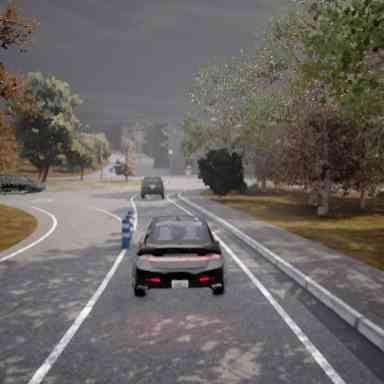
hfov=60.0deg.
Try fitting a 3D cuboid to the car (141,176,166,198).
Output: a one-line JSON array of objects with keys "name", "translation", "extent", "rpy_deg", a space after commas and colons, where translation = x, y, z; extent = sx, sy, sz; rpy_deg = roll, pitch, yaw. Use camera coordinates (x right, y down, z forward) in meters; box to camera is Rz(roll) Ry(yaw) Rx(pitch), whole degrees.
[{"name": "car", "translation": [-3.831, -0.559, 33.114], "extent": [2.150, 2.045, 5.566], "rpy_deg": [0, 5, -5]}]

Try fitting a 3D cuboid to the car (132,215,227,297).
[{"name": "car", "translation": [-0.337, 1.318, 8.228], "extent": [2.128, 1.511, 4.902], "rpy_deg": [0, 2, -3]}]

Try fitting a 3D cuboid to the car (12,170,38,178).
[{"name": "car", "translation": [-33.271, -3.608, 66.213], "extent": [1.994, 1.385, 4.181], "rpy_deg": [4, 6, 40]}]

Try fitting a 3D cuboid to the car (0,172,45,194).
[{"name": "car", "translation": [-19.117, -0.853, 36.315], "extent": [5.566, 2.045, 2.150], "rpy_deg": [0, 6, 0]}]
